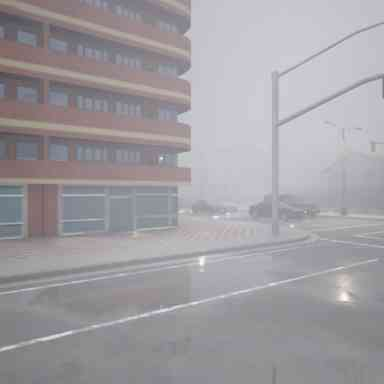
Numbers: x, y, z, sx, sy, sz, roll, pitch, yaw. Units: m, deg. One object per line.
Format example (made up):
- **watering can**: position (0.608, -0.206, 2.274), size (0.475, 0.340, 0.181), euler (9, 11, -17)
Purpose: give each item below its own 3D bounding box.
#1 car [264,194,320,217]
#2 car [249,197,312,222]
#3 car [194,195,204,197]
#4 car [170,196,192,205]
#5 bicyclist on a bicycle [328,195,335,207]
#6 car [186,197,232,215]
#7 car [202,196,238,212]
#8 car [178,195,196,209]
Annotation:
- **car**: position (8.795, 1.221, 30.302), size (2.150, 2.045, 5.566), euler (0, 0, -34)
- **car**: position (6.808, 1.478, 26.973), size (1.882, 1.535, 5.008), euler (0, 0, -34)
- **car**: position (0.728, 1.352, 62.452), size (2.097, 1.767, 4.553), euler (0, 0, -35)
- **car**: position (-2.124, 1.526, 60.506), size (1.812, 1.442, 4.674), euler (0, 0, -34)
- **bicyclist on a bicycle**: position (19.295, 1.301, 45.856), size (1.656, 1.620, 0.582), euler (0, 0, -35)
- **car**: position (1.685, 1.526, 34.449), size (1.812, 1.442, 4.674), euler (0, 0, -35)
- **car**: position (3.256, 1.526, 38.348), size (1.812, 1.442, 4.674), euler (0, 0, -35)
- **car**: position (-1.989, 1.505, 45.952), size (1.837, 1.490, 4.892), euler (0, 0, -34)
